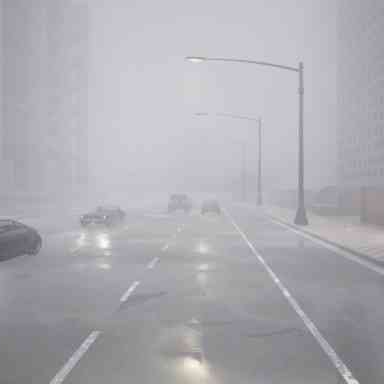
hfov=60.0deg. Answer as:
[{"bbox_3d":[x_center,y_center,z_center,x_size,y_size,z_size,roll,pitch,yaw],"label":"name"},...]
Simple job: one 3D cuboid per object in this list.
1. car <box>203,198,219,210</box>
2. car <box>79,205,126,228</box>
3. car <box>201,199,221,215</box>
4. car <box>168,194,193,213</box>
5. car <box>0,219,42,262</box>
[{"bbox_3d":[2.537,1.561,44.723,1.994,1.385,4.181,0,0,3],"label":"car"},{"bbox_3d":[-5.916,1.600,22.478,1.895,1.301,4.718,0,0,3],"label":"car"},{"bbox_3d":[1.957,1.489,34.380,2.128,1.511,4.902,0,0,3],"label":"car"},{"bbox_3d":[-1.392,1.219,37.693,2.150,2.045,5.566,0,0,3],"label":"car"},{"bbox_3d":[-6.593,1.564,10.551,1.994,1.385,4.181,0,0,3],"label":"car"}]
